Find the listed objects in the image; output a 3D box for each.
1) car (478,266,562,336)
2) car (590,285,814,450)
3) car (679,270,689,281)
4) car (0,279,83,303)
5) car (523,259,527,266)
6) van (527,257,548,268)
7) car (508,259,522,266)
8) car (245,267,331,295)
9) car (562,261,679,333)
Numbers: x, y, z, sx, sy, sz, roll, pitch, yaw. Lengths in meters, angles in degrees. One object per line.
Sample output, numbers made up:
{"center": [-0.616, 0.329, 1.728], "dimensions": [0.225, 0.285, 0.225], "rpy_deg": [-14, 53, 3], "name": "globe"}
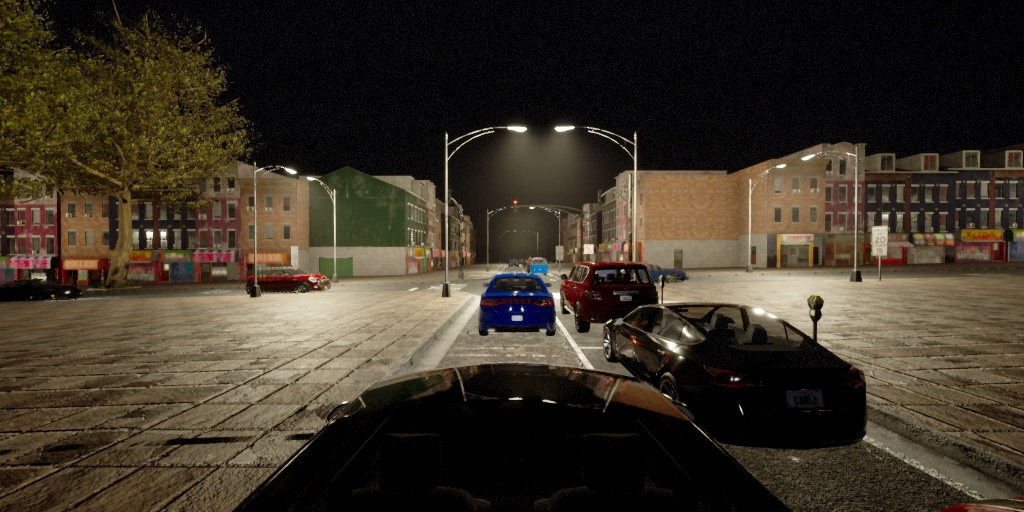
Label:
{"center": [0.144, 1.227, 10.419], "dimensions": [1.882, 1.535, 5.008], "rpy_deg": [0, 0, 1], "name": "car"}
{"center": [2.646, 1.315, 5.293], "dimensions": [1.948, 1.339, 4.313], "rpy_deg": [0, 0, 0], "name": "car"}
{"center": [8.034, 1.091, 22.428], "dimensions": [5.357, 1.411, 2.033], "rpy_deg": [-2, 1, 0], "name": "car"}
{"center": [-29.922, 2.163, 22.539], "dimensions": [4.181, 1.385, 1.994], "rpy_deg": [-2, 1, 0], "name": "car"}
{"center": [2.779, 1.084, 42.462], "dimensions": [2.192, 1.841, 5.009], "rpy_deg": [0, 0, 0], "name": "car"}
{"center": [2.760, 1.104, 37.056], "dimensions": [1.690, 1.789, 3.998], "rpy_deg": [0, 0, 0], "name": "van"}
{"center": [0.325, 1.407, 64.064], "dimensions": [1.895, 1.301, 4.718], "rpy_deg": [0, 0, 0], "name": "car"}
{"center": [-13.928, 1.464, 22.481], "dimensions": [4.553, 1.767, 2.097], "rpy_deg": [-2, 1, 0], "name": "car"}
{"center": [2.666, 1.064, 10.695], "dimensions": [2.192, 1.841, 5.009], "rpy_deg": [0, 0, 0], "name": "car"}
